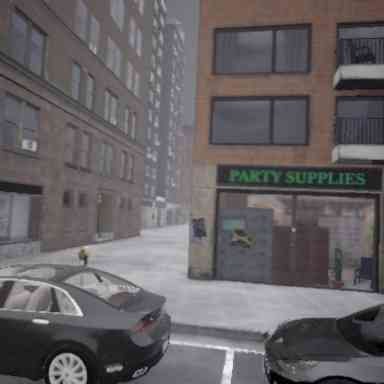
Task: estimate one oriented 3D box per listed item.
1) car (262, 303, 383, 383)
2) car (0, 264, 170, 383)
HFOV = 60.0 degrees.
[{"bbox_3d":[3.064,1.970,3.893,4.313,1.339,1.947,2,-3,10],"label":"car"},{"bbox_3d":[-2.515,1.758,4.872,4.403,1.369,2.008,2,-4,10],"label":"car"}]
